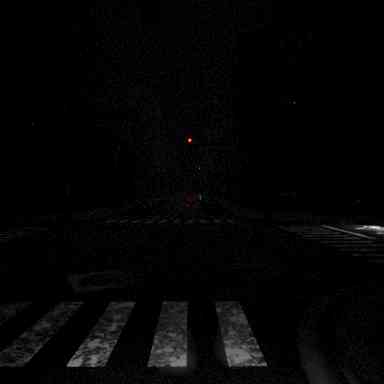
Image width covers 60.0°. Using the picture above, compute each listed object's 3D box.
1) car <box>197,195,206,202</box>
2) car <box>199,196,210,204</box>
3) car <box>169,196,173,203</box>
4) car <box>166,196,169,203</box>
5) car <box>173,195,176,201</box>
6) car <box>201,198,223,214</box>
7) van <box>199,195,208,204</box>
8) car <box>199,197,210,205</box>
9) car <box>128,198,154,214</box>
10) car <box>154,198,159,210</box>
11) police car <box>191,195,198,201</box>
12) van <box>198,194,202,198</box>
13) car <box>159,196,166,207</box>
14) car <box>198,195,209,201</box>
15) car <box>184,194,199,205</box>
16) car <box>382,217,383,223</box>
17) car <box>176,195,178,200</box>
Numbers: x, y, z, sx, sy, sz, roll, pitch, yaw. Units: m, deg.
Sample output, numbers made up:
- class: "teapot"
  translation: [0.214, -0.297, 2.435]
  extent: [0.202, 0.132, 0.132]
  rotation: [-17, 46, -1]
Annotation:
- class: "car"
  translation: [2.426, 1.600, 85.690]
  extent: [1.967, 1.590, 4.097]
  rotation: [0, 0, 0]
- class: "car"
  translation: [2.365, 1.641, 47.115]
  extent: [1.802, 1.307, 4.206]
  rotation: [0, 0, 0]
- class: "car"
  translation: [-5.625, 1.552, 69.170]
  extent: [1.967, 1.590, 4.097]
  rotation: [0, 0, 0]
- class: "car"
  translation: [-5.642, 1.634, 58.148]
  extent: [2.008, 1.369, 4.403]
  rotation: [0, 0, 0]
- class: "car"
  translation: [-5.608, 1.694, 80.191]
  extent: [2.008, 1.369, 4.403]
  rotation: [0, 0, 0]
- class: "car"
  translation: [2.348, 1.606, 36.092]
  extent: [1.947, 1.339, 4.313]
  rotation: [0, 0, 0]
- class: "van"
  translation: [2.400, 1.453, 69.158]
  extent: [1.690, 1.788, 3.998]
  rotation: [0, 0, 0]
- class: "car"
  translation: [2.391, 1.647, 63.647]
  extent: [2.008, 1.369, 4.403]
  rotation: [0, 0, 0]
- class: "car"
  translation: [-5.677, 1.480, 36.106]
  extent: [1.967, 1.590, 4.097]
  rotation: [0, 0, 0]
- class: "car"
  translation: [-5.668, 1.490, 41.617]
  extent: [1.967, 1.590, 4.097]
  rotation: [0, 0, 0]
- class: "police car"
  translation: [0.621, 1.599, 90.173]
  extent: [1.930, 1.638, 5.238]
  rotation: [0, 0, 0]
- class: "van"
  translation: [2.382, 1.424, 58.136]
  extent: [1.690, 1.788, 3.998]
  rotation: [0, 0, 0]
- class: "car"
  translation: [-5.651, 1.653, 52.638]
  extent: [1.802, 1.307, 4.206]
  rotation: [0, 0, 0]
- class: "car"
  translation: [2.374, 1.637, 52.626]
  extent: [1.947, 1.339, 4.313]
  rotation: [0, 0, 0]
- class: "car"
  translation: [-0.147, 1.574, 63.347]
  extent: [1.882, 1.535, 5.008]
  rotation: [0, 0, 0]
- class: "car"
  translation: [14.199, 1.511, 20.610]
  extent: [4.181, 1.385, 1.994]
  rotation: [0, 0, 0]
- class: "car"
  translation: [-5.590, 1.721, 91.213]
  extent: [1.887, 1.381, 4.507]
  rotation: [0, 0, 0]
